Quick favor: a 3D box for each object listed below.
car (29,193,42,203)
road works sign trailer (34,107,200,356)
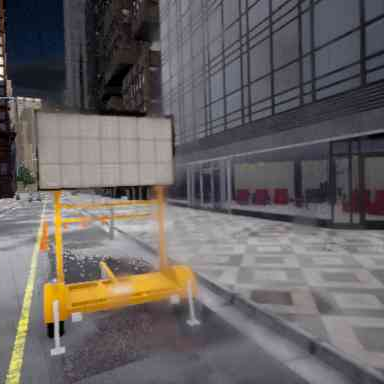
[{"bbox_3d":[-26.147,0.944,55.545,2.128,1.511,4.902,-3,1,-23],"label":"car"},{"bbox_3d":[-1.495,0.333,6.101,2.380,3.560,2.880,-3,2,-23],"label":"road works sign trailer"}]
